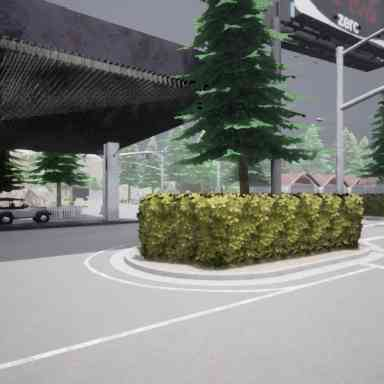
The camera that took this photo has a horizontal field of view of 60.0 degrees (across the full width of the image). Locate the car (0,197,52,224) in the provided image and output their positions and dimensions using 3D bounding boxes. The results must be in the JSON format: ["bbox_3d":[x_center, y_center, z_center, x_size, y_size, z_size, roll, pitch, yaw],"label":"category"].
[{"bbox_3d":[-12.050,1.313,23.427,3.866,1.878,1.905,0,0,-36],"label":"car"}]
